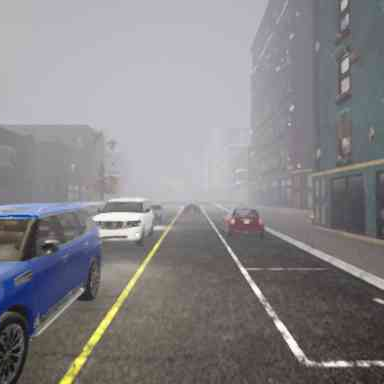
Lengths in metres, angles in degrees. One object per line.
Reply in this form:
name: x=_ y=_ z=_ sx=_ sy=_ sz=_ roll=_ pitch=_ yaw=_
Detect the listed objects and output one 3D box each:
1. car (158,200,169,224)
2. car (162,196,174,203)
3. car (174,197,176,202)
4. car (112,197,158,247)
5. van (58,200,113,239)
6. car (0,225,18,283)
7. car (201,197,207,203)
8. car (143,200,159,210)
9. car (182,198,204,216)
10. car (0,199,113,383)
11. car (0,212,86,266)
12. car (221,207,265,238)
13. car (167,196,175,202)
car: x=-3.092 y=1.635 z=26.005 sx=1.812 sy=1.442 sz=4.674 roll=0 pitch=0 yaw=0
car: x=-5.690 y=1.761 z=75.145 sx=1.967 sy=1.590 sz=4.097 roll=1 pitch=0 yaw=0
car: x=-5.695 y=1.937 z=86.519 sx=1.947 sy=1.339 sz=4.313 roll=1 pitch=0 yaw=0
car: x=-3.093 y=1.288 z=15.836 sx=2.150 sy=2.045 sz=5.566 roll=0 pitch=0 yaw=0
van: x=-5.676 y=1.418 z=18.280 sx=1.690 sy=1.788 sz=3.998 roll=1 pitch=0 yaw=0
car: x=-5.755 y=1.574 z=6.910 sx=1.887 sy=1.381 sz=4.507 roll=1 pitch=0 yaw=0
car: x=2.687 y=1.872 z=81.064 sx=1.752 sy=1.417 sz=4.829 roll=1 pitch=0 yaw=0
car: x=-5.687 y=1.779 z=46.712 sx=1.802 sy=1.307 sz=4.206 roll=1 pitch=0 yaw=0
car: x=-0.007 y=1.673 z=34.997 sx=1.812 sy=1.442 sz=4.674 roll=0 pitch=0 yaw=0
car: x=-3.091 y=1.245 z=5.470 sx=2.150 sy=2.045 sz=5.566 roll=0 pitch=0 yaw=0
car: x=-5.680 y=1.598 z=12.591 sx=1.887 sy=1.381 sz=4.507 roll=1 pitch=0 yaw=0
car: x=2.701 y=1.517 z=18.342 sx=1.967 sy=1.590 sz=4.097 roll=1 pitch=0 yaw=0
car: x=-5.694 y=1.837 z=92.205 sx=1.967 sy=1.590 sz=4.097 roll=1 pitch=0 yaw=0
